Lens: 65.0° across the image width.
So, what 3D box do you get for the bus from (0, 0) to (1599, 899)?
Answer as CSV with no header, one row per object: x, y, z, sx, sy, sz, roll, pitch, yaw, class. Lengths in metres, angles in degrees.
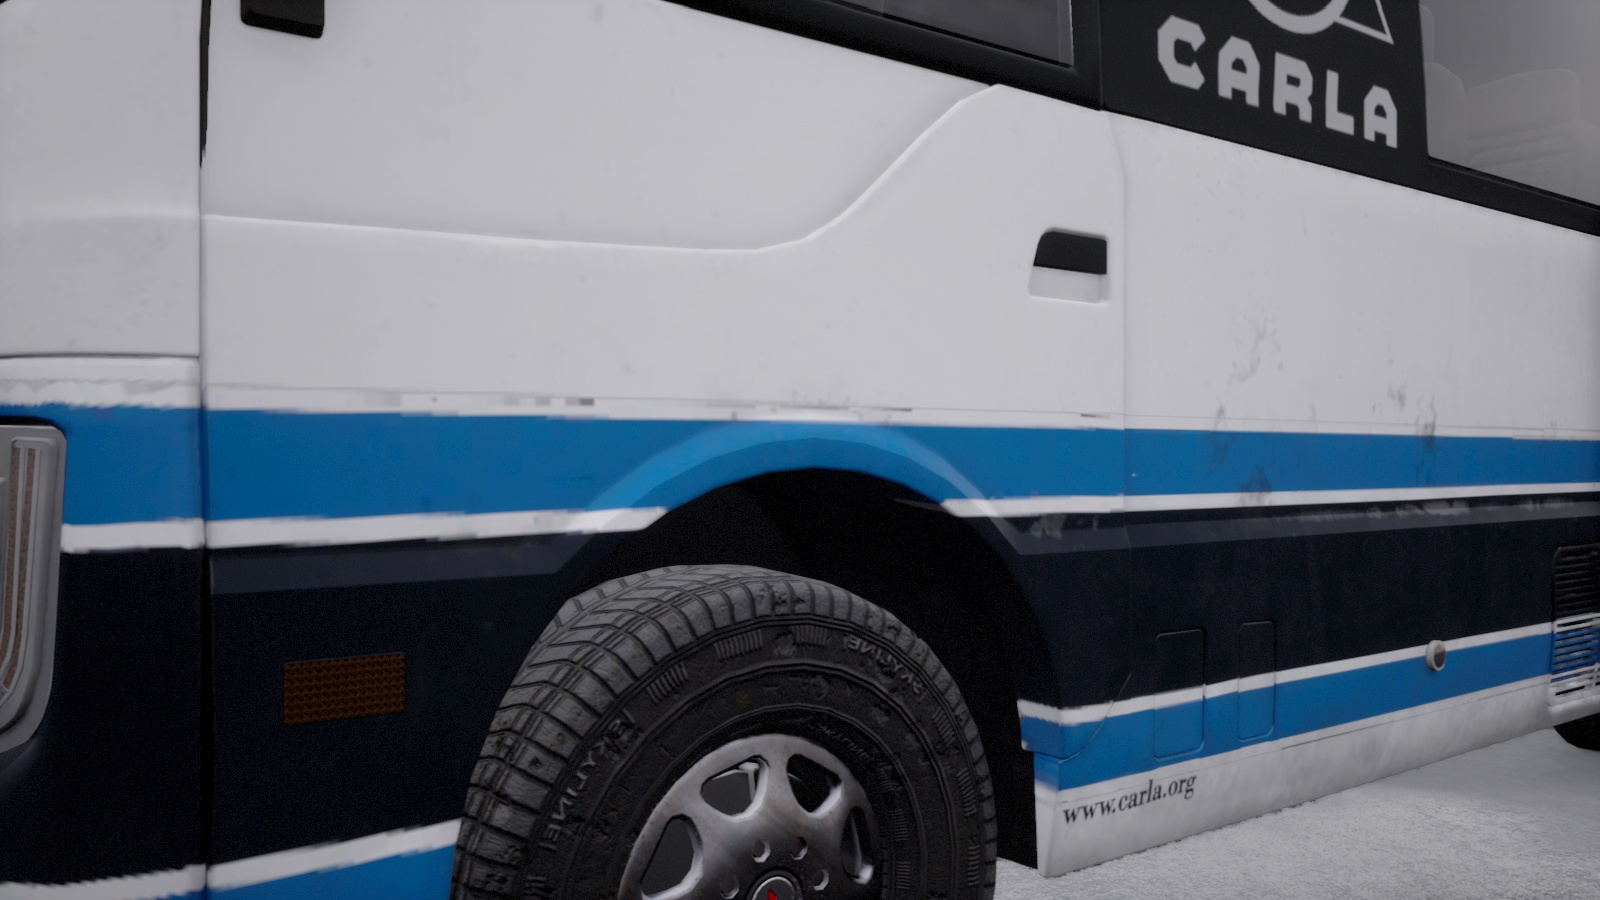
1.442,-0.620,5.407,10.273,4.253,3.944,0,0,-37,bus
